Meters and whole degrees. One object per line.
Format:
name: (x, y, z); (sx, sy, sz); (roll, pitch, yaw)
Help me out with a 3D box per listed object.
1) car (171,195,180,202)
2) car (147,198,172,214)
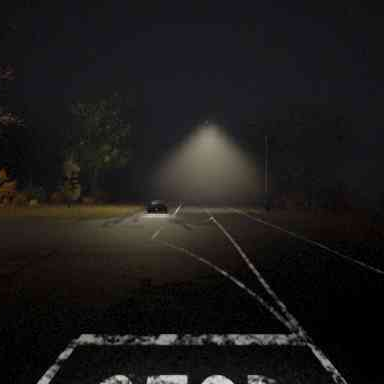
car: (-3.602, 1.429, 72.788); (1.837, 1.490, 4.892); (0, 0, 3)
car: (-3.505, 1.524, 34.615); (1.994, 1.385, 4.181); (0, 0, 0)
